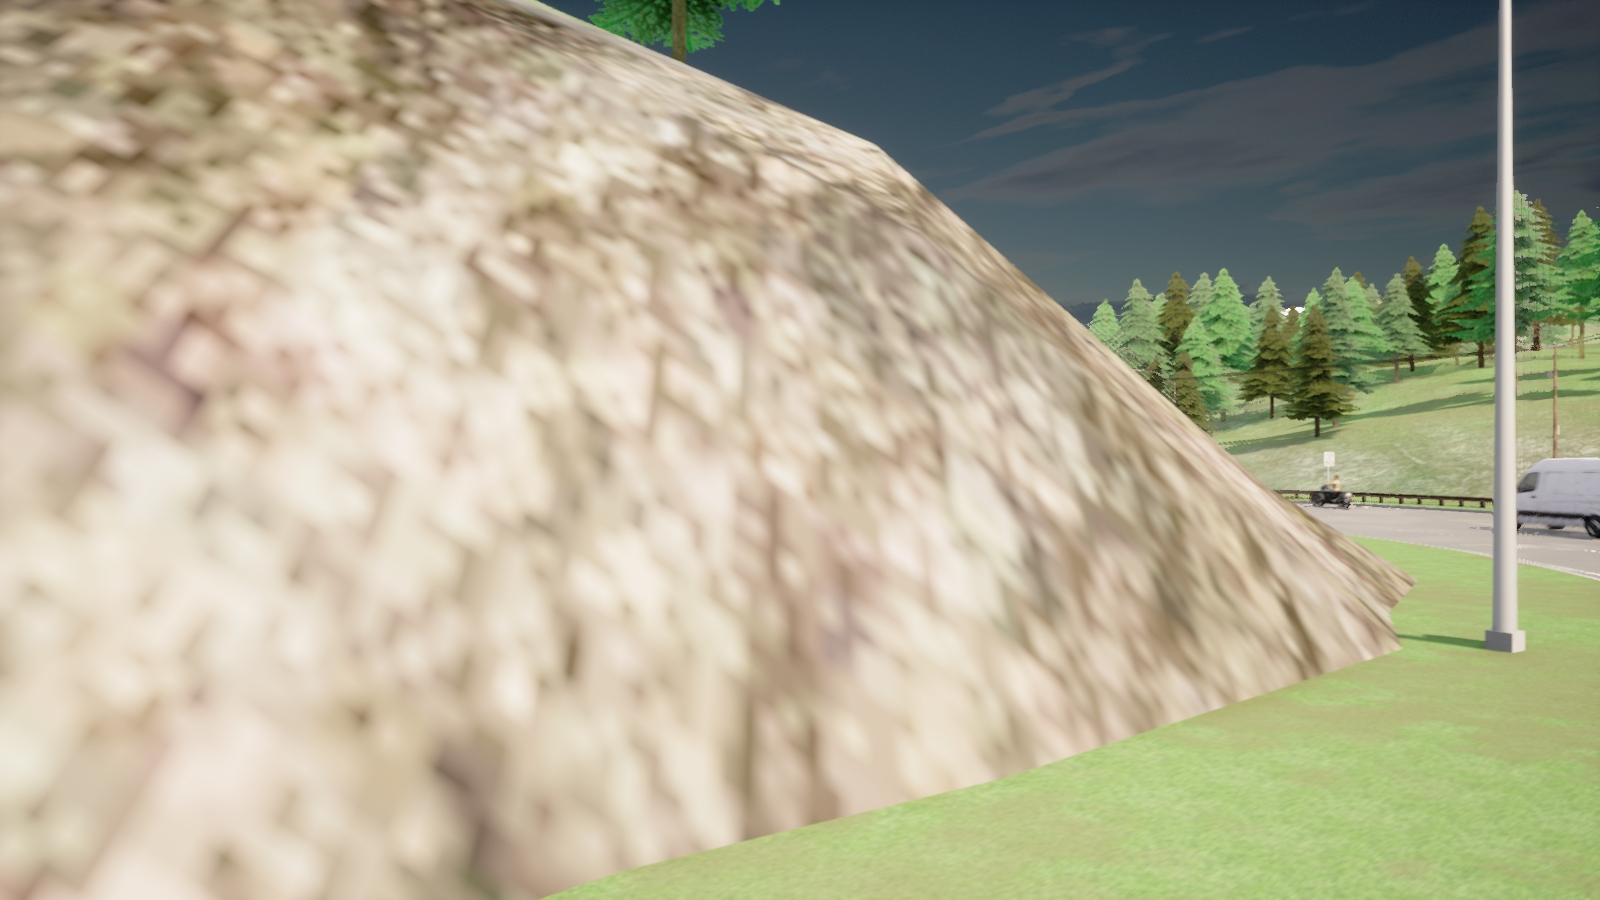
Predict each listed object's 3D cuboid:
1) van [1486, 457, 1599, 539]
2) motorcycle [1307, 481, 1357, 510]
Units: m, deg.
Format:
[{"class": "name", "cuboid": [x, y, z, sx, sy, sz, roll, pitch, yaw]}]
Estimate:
[{"class": "van", "cuboid": [26.147, 1.549, 38.400, 1.988, 2.561, 5.915, 1, 0, -8]}, {"class": "motorcycle", "cuboid": [25.705, 2.173, 55.256, 0.764, 1.307, 2.356, -2, 0, -20]}]
